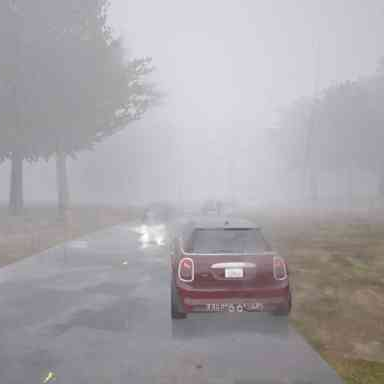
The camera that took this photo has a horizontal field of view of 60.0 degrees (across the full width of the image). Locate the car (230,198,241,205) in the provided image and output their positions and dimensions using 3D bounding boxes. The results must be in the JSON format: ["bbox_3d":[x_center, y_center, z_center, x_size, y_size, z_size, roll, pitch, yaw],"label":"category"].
[{"bbox_3d":[5.381,1.532,45.731,1.895,1.301,4.718,0,1,22],"label":"car"}]

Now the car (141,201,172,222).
[{"bbox_3d":[-2.553,1.492,26.020,2.128,1.511,4.902,0,0,8],"label":"car"}]

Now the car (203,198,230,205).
[{"bbox_3d":[2.394,1.542,35.852,2.033,1.411,5.357,0,0,14],"label":"car"}]

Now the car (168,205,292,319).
[{"bbox_3d":[0.565,1.352,7.599,2.097,1.767,4.553,0,0,-3],"label":"car"}]
